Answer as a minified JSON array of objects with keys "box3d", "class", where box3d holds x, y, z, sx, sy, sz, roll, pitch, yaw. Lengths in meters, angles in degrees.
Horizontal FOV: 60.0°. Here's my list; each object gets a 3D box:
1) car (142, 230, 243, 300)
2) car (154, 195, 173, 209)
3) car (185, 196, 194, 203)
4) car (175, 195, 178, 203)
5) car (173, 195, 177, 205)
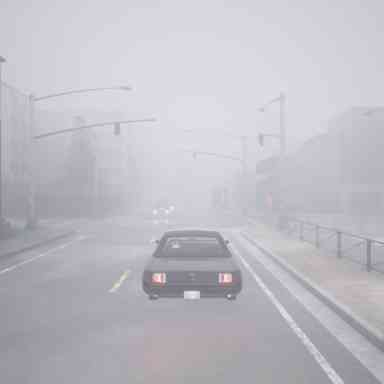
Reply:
[{"box3d":[0.009,1.601,8.329,1.895,1.301,4.718,0,0,0],"class":"car"},{"box3d":[-3.903,1.504,44.338,1.837,1.490,4.892,0,0,0],"class":"car"},{"box3d":[-0.458,1.491,66.611,2.128,1.511,4.902,0,0,0],"class":"car"},{"box3d":[-3.987,1.352,67.119,2.097,1.767,4.553,0,0,0],"class":"car"},{"box3d":[-3.963,1.601,54.349,1.895,1.301,4.718,0,0,0],"class":"car"}]
